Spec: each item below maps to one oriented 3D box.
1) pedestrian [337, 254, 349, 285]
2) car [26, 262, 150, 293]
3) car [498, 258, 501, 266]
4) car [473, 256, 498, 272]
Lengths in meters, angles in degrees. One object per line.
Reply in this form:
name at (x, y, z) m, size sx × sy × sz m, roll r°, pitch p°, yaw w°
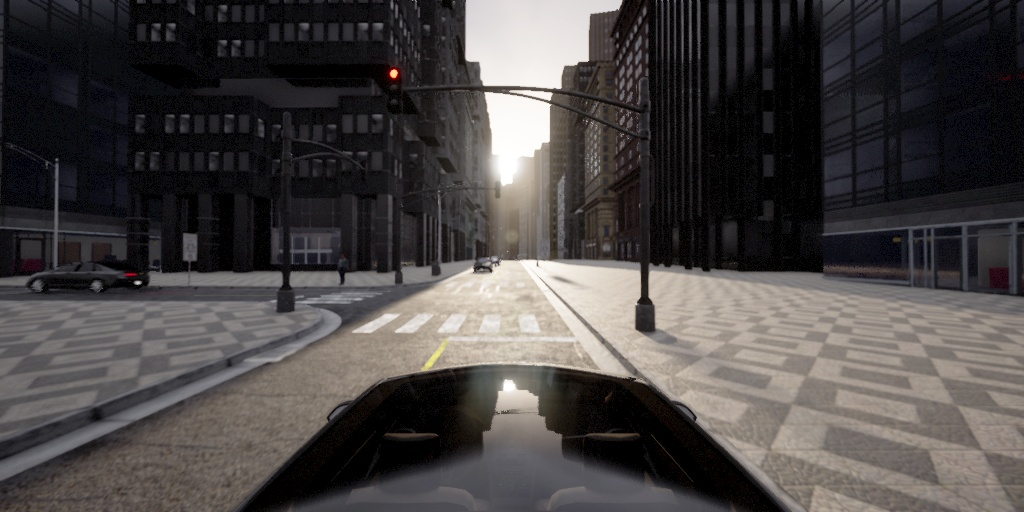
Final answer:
pedestrian at (-9.930, 0.751, 20.971) m, size 0.375 × 1.860 × 0.375 m, roll 0°, pitch -1°, yaw 0°
car at (-21.106, 1.056, 17.968) m, size 4.892 × 1.490 × 1.837 m, roll 1°, pitch -1°, yaw 1°
car at (-2.839, 0.751, 55.320) m, size 1.812 × 1.442 × 4.674 m, roll 0°, pitch 0°, yaw 1°
car at (-2.947, 0.913, 37.775) m, size 2.033 × 1.411 × 5.357 m, roll 0°, pitch 1°, yaw 0°
